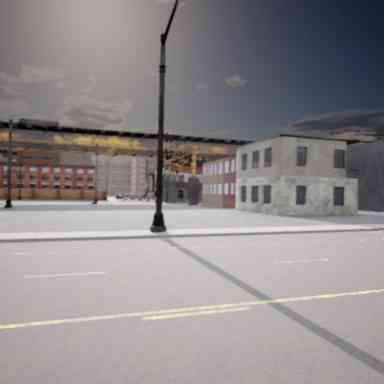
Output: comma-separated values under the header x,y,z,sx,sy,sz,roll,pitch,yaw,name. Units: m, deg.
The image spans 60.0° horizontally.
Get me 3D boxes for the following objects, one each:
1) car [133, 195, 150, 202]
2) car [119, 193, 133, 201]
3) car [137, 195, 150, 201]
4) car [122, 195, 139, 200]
x,y,z,sx,sy,sz,roll,pitch,yaw,name
-12.303,1.669,84.508,2.038,1.542,4.974,1,0,13,car
-15.862,1.589,85.628,4.974,1.542,2.038,1,0,43,car
-12.288,1.512,84.560,1.853,1.218,4.536,1,0,13,car
-15.896,1.431,85.664,4.536,1.218,1.853,1,0,43,car
